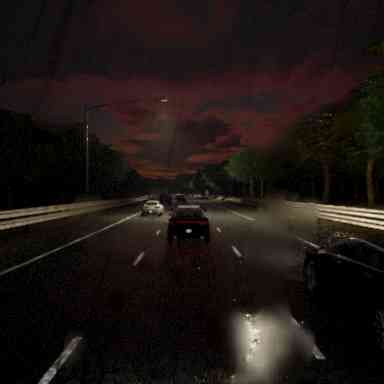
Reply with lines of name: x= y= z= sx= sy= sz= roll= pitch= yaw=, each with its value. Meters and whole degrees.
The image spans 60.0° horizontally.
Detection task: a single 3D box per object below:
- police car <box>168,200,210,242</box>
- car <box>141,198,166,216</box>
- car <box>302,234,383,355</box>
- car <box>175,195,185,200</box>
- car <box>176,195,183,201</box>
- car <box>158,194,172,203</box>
police car: x=-0.165 y=1.440 z=16.696 sx=1.930 sy=1.638 sz=5.238 roll=0 pitch=0 yaw=-1
car: x=-3.817 y=1.567 z=32.653 sx=1.812 sy=1.442 sz=4.674 roll=0 pitch=0 yaw=-2
car: x=3.493 y=1.491 z=5.867 sx=2.128 sy=1.511 sz=4.902 roll=0 pitch=0 yaw=0
car: x=-2.543 y=1.642 z=78.891 sx=2.033 sy=1.411 sz=5.357 roll=0 pitch=0 yaw=-4
car: x=-3.641 y=1.604 z=94.318 sx=1.882 sy=1.535 sz=5.008 roll=0 pitch=0 yaw=-5
car: x=-4.783 y=1.300 z=59.036 sx=2.150 sy=2.045 sz=5.566 roll=0 pitch=0 yaw=-3
